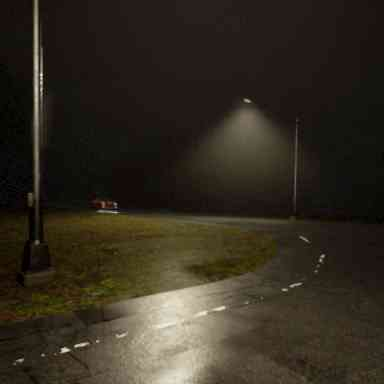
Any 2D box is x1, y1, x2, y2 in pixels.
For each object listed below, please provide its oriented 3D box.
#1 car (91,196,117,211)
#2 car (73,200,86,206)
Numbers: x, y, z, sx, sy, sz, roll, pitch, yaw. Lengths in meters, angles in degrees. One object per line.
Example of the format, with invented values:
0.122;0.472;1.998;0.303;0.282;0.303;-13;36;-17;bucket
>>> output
-11.307;1.452;42.732;2.097;1.767;4.553;4;-3;-35;car
-25.384;2.415;75.179;1.994;1.385;4.181;4;-3;-35;car
